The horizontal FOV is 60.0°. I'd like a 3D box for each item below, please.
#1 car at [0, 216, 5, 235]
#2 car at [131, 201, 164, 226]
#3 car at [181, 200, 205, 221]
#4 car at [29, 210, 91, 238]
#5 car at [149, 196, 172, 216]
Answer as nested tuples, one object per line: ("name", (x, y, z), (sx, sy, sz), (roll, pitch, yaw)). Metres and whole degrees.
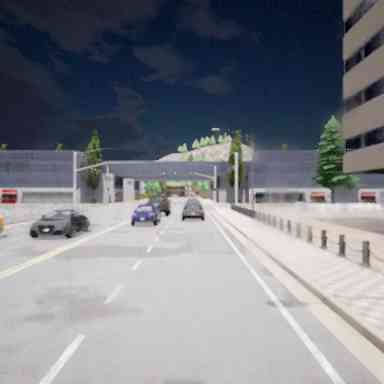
("car", (-10.513, 1.546, 14.906), (1.882, 1.535, 5.008), (0, 0, 1))
("car", (-3.352, 1.646, 24.684), (1.812, 1.442, 4.674), (0, 0, 0))
("car", (0.117, 1.707, 28.945), (1.994, 1.385, 4.181), (0, 0, 1))
("car", (-6.975, 1.649, 17.953), (1.994, 1.385, 4.181), (0, 0, 1))
("car", (-3.344, 1.389, 34.358), (2.150, 2.045, 5.566), (0, 0, 0))
